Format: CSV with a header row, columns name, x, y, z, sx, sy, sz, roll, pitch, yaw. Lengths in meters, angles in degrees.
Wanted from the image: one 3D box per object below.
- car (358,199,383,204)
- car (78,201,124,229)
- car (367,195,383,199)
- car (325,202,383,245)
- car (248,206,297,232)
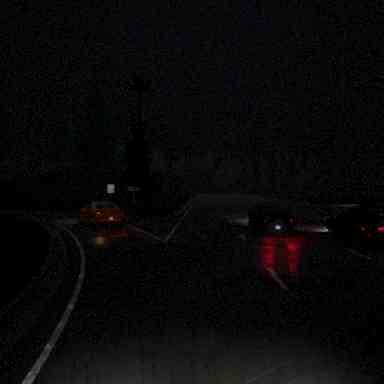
name,x,y,z,sx,sy,sz,roll,pitch,yaw
car,11.411,1.369,20.527,1.994,1.385,4.181,0,0,2
car,-5.823,1.333,20.939,1.882,1.535,5.008,0,0,-30
car,23.382,1.129,41.898,1.812,1.442,4.674,-1,0,-41
car,7.708,1.409,14.756,2.033,1.411,5.357,0,0,2
car,4.343,1.442,18.693,1.895,1.301,4.718,0,0,2
